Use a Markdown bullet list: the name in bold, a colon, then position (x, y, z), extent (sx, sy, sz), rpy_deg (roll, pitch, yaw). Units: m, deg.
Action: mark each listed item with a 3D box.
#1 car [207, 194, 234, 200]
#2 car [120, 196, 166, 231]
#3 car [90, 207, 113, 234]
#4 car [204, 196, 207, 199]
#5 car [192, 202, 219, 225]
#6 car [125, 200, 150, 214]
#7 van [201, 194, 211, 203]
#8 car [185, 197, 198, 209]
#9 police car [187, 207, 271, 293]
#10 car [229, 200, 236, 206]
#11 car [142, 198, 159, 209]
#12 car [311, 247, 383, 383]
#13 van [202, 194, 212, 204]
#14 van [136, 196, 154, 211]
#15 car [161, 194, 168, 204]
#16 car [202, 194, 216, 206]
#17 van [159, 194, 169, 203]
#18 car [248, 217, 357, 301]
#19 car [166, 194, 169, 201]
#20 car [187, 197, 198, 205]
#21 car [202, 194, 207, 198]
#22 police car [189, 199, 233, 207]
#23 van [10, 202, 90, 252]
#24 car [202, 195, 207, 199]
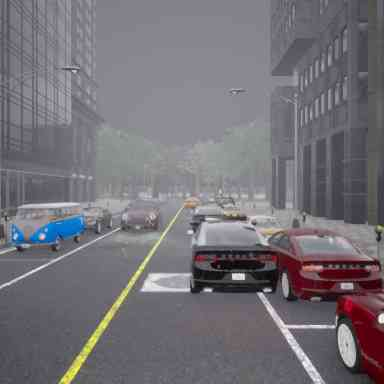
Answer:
- **car**: position (2.796, 1.318, 29.915), extent (2.192, 1.841, 5.009), rpy_deg (0, 0, 0)
- **car**: position (-2.977, 1.353, 20.506), extent (2.097, 1.767, 4.553), rpy_deg (0, 0, 0)
- **car**: position (-5.742, 1.552, 19.051), extent (2.008, 1.369, 4.403), rpy_deg (0, 0, 0)
- **car**: position (2.809, 1.532, 40.960), extent (1.752, 1.417, 4.829), rpy_deg (0, 0, 0)
- **car**: position (0.929, 1.528, 24.871), extent (1.812, 1.442, 4.674), rpy_deg (0, 0, 0)
- **car**: position (-5.723, 1.571, 35.363), extent (1.947, 1.339, 4.313), rpy_deg (0, 0, 0)
- **van**: position (2.841, 1.363, 67.978), extent (1.690, 1.788, 3.998), rpy_deg (0, 0, 0)
- **car**: position (0.066, 1.487, 46.737), extent (1.882, 1.535, 5.008), rpy_deg (0, 0, 1)
- **police car**: position (0.898, 1.425, 8.981), extent (1.930, 1.638, 5.238), rpy_deg (0, 0, 0)
- **car**: position (2.790, 1.527, 24.648), extent (1.752, 1.417, 4.829), rpy_deg (0, 0, 0)
- **car**: position (-5.710, 1.534, 46.069), extent (1.752, 1.417, 4.829), rpy_deg (0, 0, 0)
- **car**: position (2.763, 1.545, 2.728), extent (1.887, 1.381, 4.507), rpy_deg (0, 0, 0)
- **van**: position (2.835, 1.360, 62.541), extent (1.690, 1.788, 3.998), rpy_deg (0, 0, 0)
- **van**: position (-5.717, 1.348, 40.801), extent (1.690, 1.788, 3.998), rpy_deg (0, 0, 0)
- **car**: position (-5.697, 1.540, 56.944), extent (1.752, 1.417, 4.829), rpy_deg (0, 0, 0)
- **car**: position (2.828, 1.330, 57.103), extent (2.192, 1.841, 5.009), rpy_deg (0, 0, 0)
- **van**: position (-5.684, 1.363, 67.989), extent (1.690, 1.788, 3.998), rpy_deg (0, 0, 0)
- **car**: position (2.770, 1.545, 8.165), extent (1.887, 1.381, 4.507), rpy_deg (0, 0, 0)
- **car**: position (-5.690, 1.459, 62.551), extent (1.967, 1.590, 4.097), rpy_deg (0, 0, 0)
- **car**: position (0.071, 1.581, 60.656), extent (1.994, 1.385, 4.181), rpy_deg (0, 0, 0)
- **car**: position (2.822, 1.452, 51.665), extent (1.967, 1.590, 4.097), rpy_deg (0, 0, 0)
- **police car**: position (0.921, 1.426, 18.982), extent (1.930, 1.638, 5.238), rpy_deg (0, 0, 0)
- **van**: position (-5.749, 1.342, 13.613), extent (1.690, 1.788, 3.998), rpy_deg (0, 0, 0)
- **car**: position (2.815, 1.554, 46.228), extent (1.887, 1.381, 4.507), rpy_deg (0, 0, 0)
